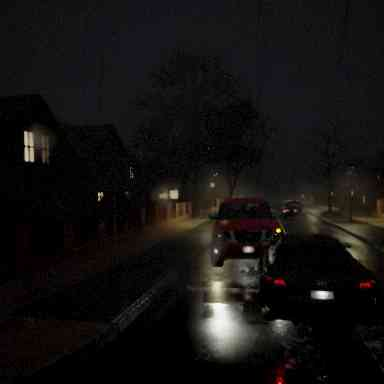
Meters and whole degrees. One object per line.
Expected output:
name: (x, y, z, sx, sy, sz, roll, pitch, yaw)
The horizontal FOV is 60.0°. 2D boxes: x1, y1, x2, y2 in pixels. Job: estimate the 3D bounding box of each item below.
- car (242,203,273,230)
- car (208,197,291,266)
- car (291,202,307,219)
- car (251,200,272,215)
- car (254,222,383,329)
car: (4.485, 1.561, 22.415, 1.812, 1.442, 4.674, -1, 0, 13)
car: (1.869, 1.243, 11.953, 2.150, 2.045, 5.566, -2, 0, 7)
car: (8.835, 1.528, 28.838, 2.033, 1.411, 5.357, -1, 0, 14)
car: (7.312, 1.597, 34.671, 1.994, 1.385, 4.181, -1, 0, 13)
car: (2.488, 1.585, 7.163, 1.994, 1.385, 4.181, -2, 0, 13)
